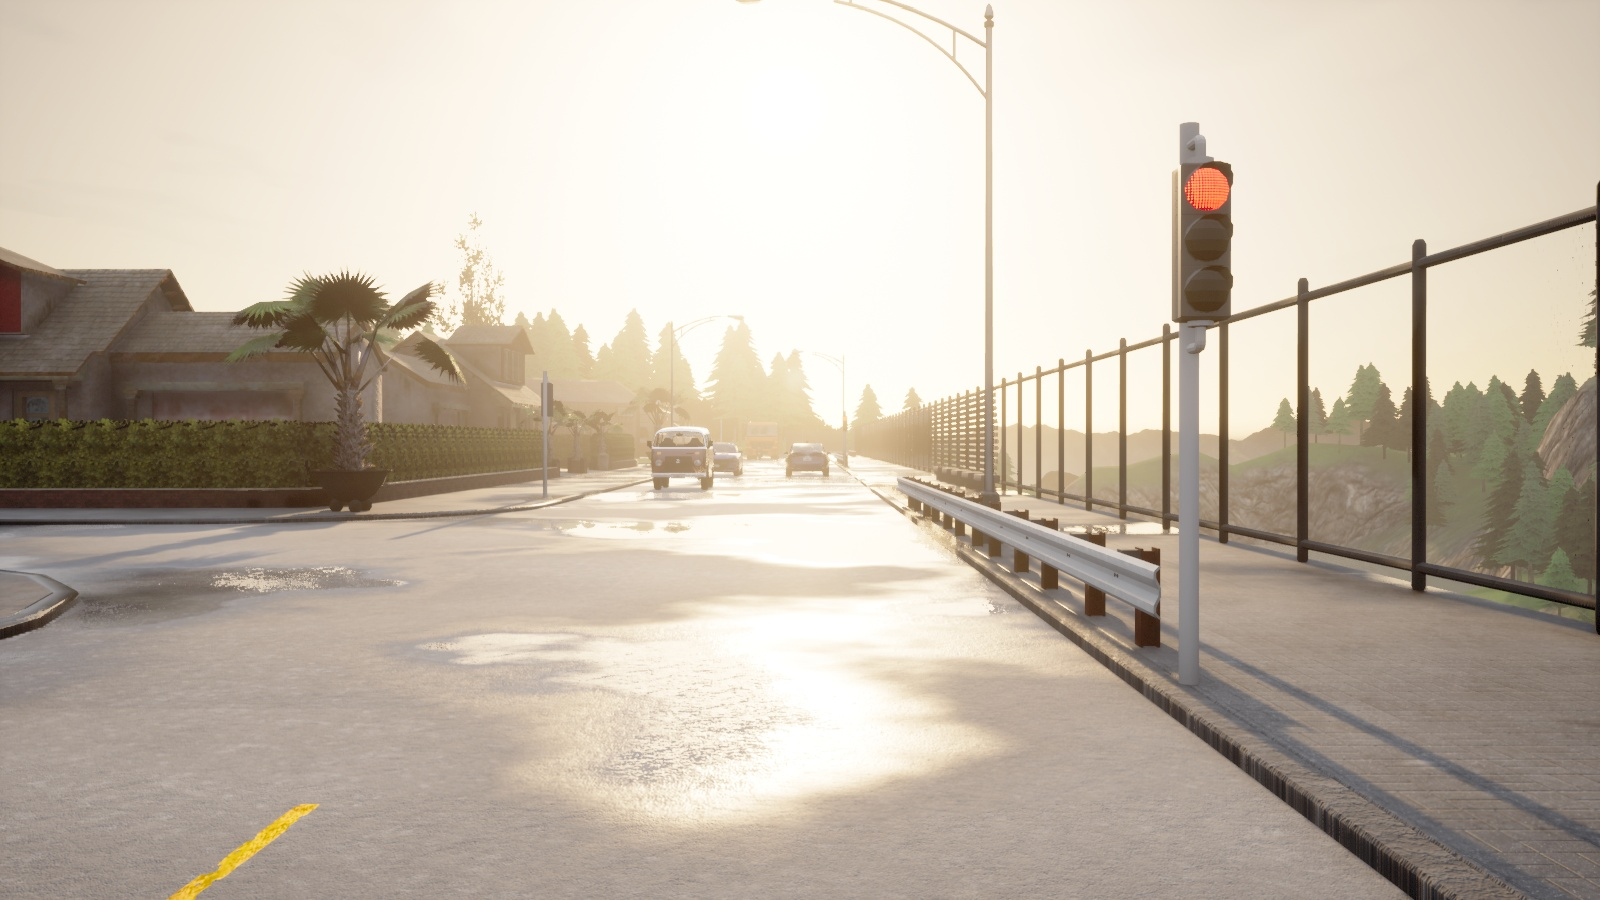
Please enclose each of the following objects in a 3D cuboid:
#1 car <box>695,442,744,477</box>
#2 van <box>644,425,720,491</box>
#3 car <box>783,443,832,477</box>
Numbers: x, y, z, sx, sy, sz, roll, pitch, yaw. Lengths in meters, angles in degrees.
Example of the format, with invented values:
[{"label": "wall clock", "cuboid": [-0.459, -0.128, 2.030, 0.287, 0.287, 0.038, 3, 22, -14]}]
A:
[{"label": "car", "cuboid": [-3.659, 0.396, 57.715, 1.882, 1.535, 5.008, 0, 1, 0]}, {"label": "van", "cuboid": [-3.779, 0.236, 40.949, 2.069, 2.038, 4.480, 0, 0, 0]}, {"label": "car", "cuboid": [0.337, 0.424, 57.103, 2.163, 1.488, 4.792, 0, 0, 0]}]
